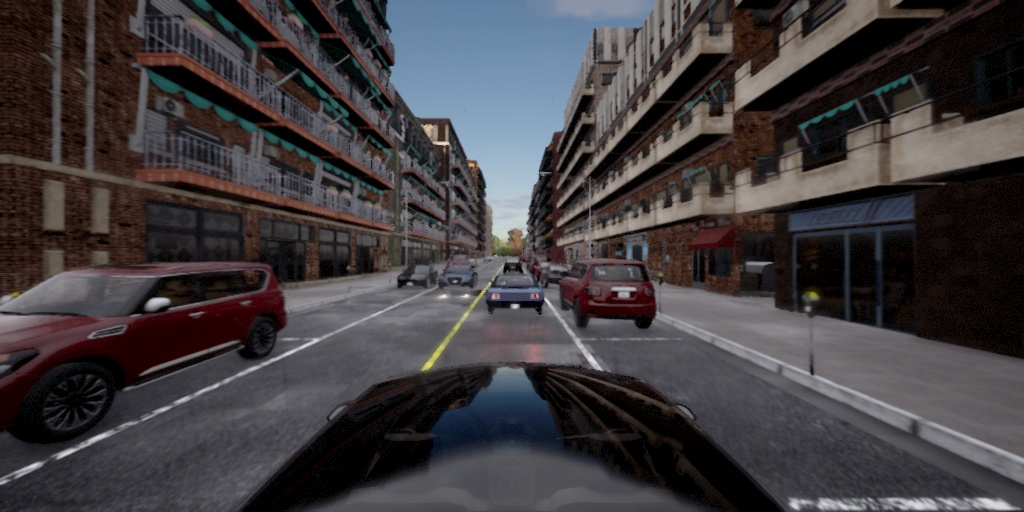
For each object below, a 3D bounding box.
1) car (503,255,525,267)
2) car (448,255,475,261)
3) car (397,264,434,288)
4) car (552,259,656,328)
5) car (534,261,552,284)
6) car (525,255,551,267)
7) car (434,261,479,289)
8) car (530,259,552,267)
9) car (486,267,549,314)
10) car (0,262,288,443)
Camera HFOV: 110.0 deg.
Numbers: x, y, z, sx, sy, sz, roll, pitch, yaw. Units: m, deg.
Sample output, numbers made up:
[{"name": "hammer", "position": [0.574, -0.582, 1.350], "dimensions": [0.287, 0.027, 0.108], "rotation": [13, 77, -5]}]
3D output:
[{"name": "car", "position": [0.088, 0.984, 38.904], "dimensions": [1.882, 1.535, 5.008], "rotation": [0, 0, 0]}, {"name": "car", "position": [-5.700, 0.822, 38.923], "dimensions": [2.192, 1.841, 5.009], "rotation": [0, 0, 0]}, {"name": "car", "position": [-5.695, 1.181, 22.220], "dimensions": [1.948, 1.339, 4.313], "rotation": [0, 0, 0]}, {"name": "car", "position": [2.689, 1.003, 11.053], "dimensions": [2.192, 1.841, 5.009], "rotation": [0, 0, 0]}, {"name": "car", "position": [2.686, 1.165, 22.189], "dimensions": [2.007, 1.370, 4.403], "rotation": [0, 0, 0]}, {"name": "car", "position": [2.682, 0.857, 33.323], "dimensions": [2.192, 1.841, 5.009], "rotation": [0, 0, 0]}, {"name": "car", "position": [-3.096, 1.184, 21.433], "dimensions": [1.994, 1.385, 4.181], "rotation": [0, 0, 0]}, {"name": "car", "position": [2.684, 1.124, 27.756], "dimensions": [1.888, 1.381, 4.507], "rotation": [0, 0, 0]}, {"name": "car", "position": [0.099, 1.274, 13.400], "dimensions": [1.895, 1.301, 4.718], "rotation": [0, 0, 0]}, {"name": "car", "position": [-5.691, 1.040, 5.517], "dimensions": [2.192, 1.841, 5.009], "rotation": [0, 0, 0]}]
